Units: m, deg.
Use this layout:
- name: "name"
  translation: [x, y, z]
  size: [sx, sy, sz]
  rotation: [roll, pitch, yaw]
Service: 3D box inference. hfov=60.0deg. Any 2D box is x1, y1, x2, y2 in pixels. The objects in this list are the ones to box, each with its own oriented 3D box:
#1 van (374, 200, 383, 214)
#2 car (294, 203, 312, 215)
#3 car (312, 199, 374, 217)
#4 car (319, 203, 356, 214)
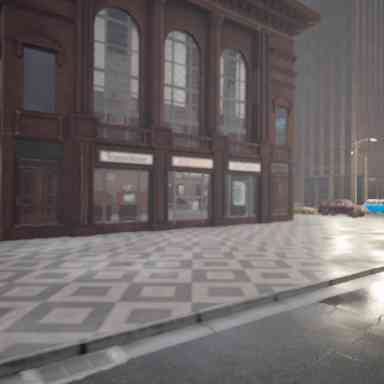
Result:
- name: "van"
  translation: [22.647, 1.818, 39.836]
  size: [1.690, 1.788, 3.998]
  rotation: [0, -1, -35]
- name: "car"
  translation: [12.544, 1.980, 39.348]
  size: [1.752, 1.417, 4.829]
  rotation: [0, -1, -35]
- name: "car"
  translation: [15.697, 1.704, 34.900]
  size: [2.192, 1.841, 5.009]
  rotation: [0, -1, -35]
- name: "car"
  translation: [19.397, 2.127, 44.422]
  size: [1.802, 1.307, 4.206]
  rotation: [0, -1, -35]
